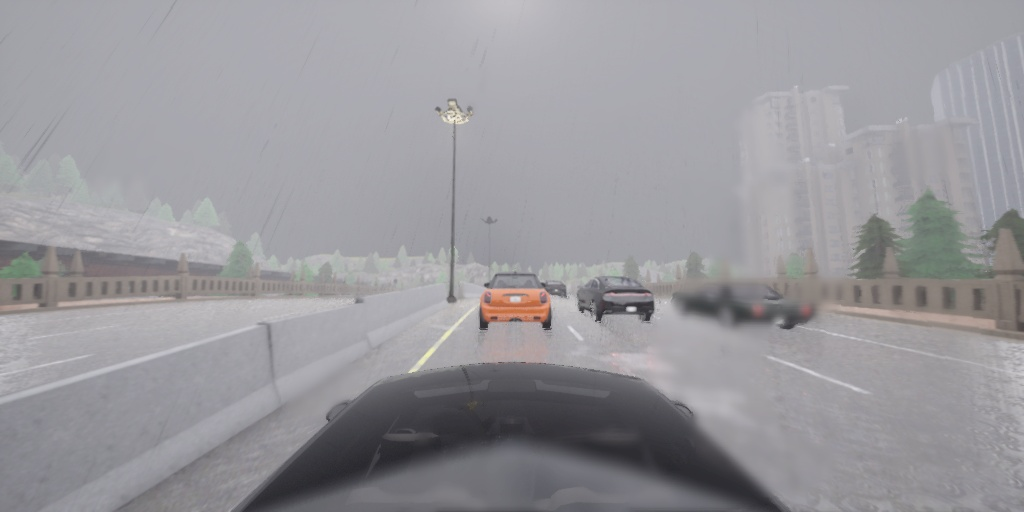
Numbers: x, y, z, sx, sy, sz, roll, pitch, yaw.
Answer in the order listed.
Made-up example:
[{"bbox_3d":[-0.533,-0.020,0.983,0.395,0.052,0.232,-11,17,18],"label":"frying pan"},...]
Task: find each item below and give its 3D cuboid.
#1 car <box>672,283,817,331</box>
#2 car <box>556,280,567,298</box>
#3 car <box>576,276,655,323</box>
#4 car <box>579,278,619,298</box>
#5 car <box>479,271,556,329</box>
[{"bbox_3d":[7.097,1.541,11.714,1.895,1.301,4.718,0,-2,0],"label":"car"},{"bbox_3d":[3.592,2.901,31.546,1.882,1.535,5.008,0,-6,0],"label":"car"},{"bbox_3d":[3.597,1.493,13.231,2.128,1.511,4.902,0,-2,0],"label":"car"},{"bbox_3d":[7.092,2.734,29.858,2.128,1.511,4.902,0,-6,0],"label":"car"},{"bbox_3d":[0.097,1.307,12.102,2.097,1.767,4.553,0,-2,0],"label":"car"}]
